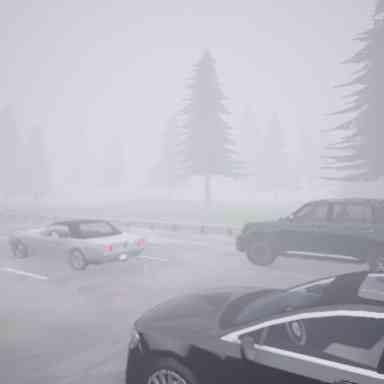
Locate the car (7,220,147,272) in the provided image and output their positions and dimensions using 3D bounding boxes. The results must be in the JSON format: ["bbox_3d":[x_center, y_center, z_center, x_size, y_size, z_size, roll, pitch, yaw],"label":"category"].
[{"bbox_3d":[-3.818,1.543,10.641,4.718,1.301,1.895,0,0,33],"label":"car"}]

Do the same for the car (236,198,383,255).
[{"bbox_3d":[4.046,1.192,9.604,5.566,2.045,2.150,0,0,35],"label":"car"}]

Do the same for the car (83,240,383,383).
[{"bbox_3d":[1.542,1.484,2.795,4.902,1.511,2.128,0,0,35],"label":"car"}]
